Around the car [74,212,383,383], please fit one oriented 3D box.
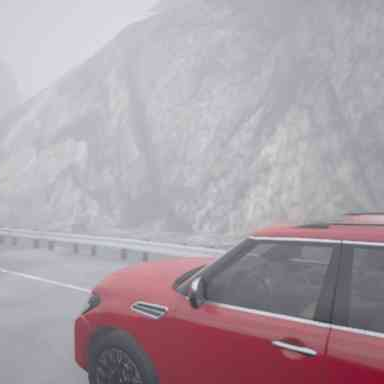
[{"bbox_3d":[1.347,1.214,2.946,5.566,2.045,2.150,0,0,35],"label":"car"}]
